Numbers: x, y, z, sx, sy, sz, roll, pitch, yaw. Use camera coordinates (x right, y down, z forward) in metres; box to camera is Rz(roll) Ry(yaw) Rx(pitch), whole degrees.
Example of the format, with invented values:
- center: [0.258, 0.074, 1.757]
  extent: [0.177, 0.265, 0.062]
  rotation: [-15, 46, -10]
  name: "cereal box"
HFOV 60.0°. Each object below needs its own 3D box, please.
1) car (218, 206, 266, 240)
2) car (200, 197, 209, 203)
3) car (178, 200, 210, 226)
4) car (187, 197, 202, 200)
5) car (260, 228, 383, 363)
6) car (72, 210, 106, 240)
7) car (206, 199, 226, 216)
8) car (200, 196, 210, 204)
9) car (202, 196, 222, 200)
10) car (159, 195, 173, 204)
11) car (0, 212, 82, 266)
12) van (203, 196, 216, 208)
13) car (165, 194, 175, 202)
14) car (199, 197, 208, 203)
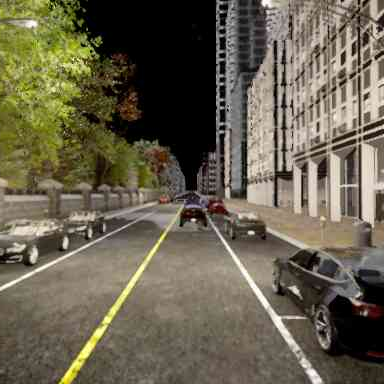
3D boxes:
- center: [2.694, 1.624, 17.277]
  extent: [2.008, 1.369, 4.403]
  rotation: [0, 0, 0]
  name: "car"
- center: [2.690, 1.766, 74.258]
  extent: [1.752, 1.417, 4.829]
  rotation: [1, 0, 0]
  name: "car"
- center: [0.097, 1.604, 24.074]
  extent: [1.837, 1.490, 4.892]
  rotation: [0, 0, 0]
  name: "car"
- center: [0.096, 1.507, 40.588]
  extent: [2.097, 1.767, 4.553]
  rotation: [0, 0, 0]
  name: "car"
- center: [2.695, 1.592, 5.913]
  extent: [1.947, 1.339, 4.313]
  rotation: [0, 0, 0]
  name: "car"
- center: [-5.687, 1.624, 17.303]
  extent: [2.008, 1.369, 4.403]
  rotation: [0, 0, 0]
  name: "car"
- center: [2.692, 1.718, 34.318]
  extent: [1.802, 1.307, 4.206]
  rotation: [0, 0, 0]
  name: "car"
- center: [2.692, 1.669, 68.408]
  extent: [1.967, 1.590, 4.097]
  rotation: [1, 0, 0]
  name: "car"
- center: [2.694, 1.469, 40.002]
  extent: [2.192, 1.841, 5.009]
  rotation: [0, 0, 0]
  name: "car"
- center: [-5.688, 1.544, 68.449]
  extent: [2.192, 1.841, 5.009]
  rotation: [1, 0, 0]
  name: "car"
- center: [-5.686, 1.601, 11.620]
  extent: [2.008, 1.369, 4.403]
  rotation: [0, 0, 0]
  name: "car"
- center: [2.694, 1.528, 51.364]
  extent: [1.690, 1.788, 3.998]
  rotation: [1, 0, 0]
  name: "van"
- center: [-5.688, 1.577, 85.496]
  extent: [2.192, 1.841, 5.009]
  rotation: [1, 0, 0]
  name: "car"
- center: [2.689, 1.818, 79.768]
  extent: [1.947, 1.339, 4.313]
  rotation: [1, 0, 0]
  name: "car"
